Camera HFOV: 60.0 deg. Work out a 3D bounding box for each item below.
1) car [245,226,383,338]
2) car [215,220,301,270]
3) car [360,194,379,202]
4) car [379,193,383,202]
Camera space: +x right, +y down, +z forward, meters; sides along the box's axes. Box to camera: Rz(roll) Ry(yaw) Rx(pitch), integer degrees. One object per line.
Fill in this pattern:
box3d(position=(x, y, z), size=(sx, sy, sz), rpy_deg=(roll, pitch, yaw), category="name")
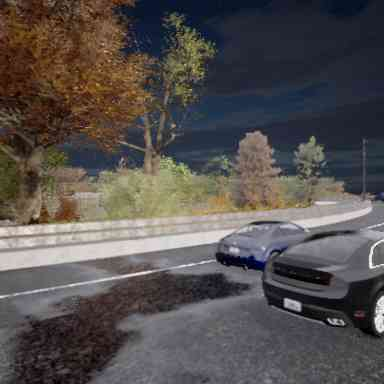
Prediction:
box3d(position=(3.483, 1.521, 6.722), size=(4.892, 1.490, 1.837), rpy_deg=(0, 0, -38), category="car")
box3d(position=(2.715, 1.601, 10.657), size=(4.181, 1.385, 1.994), rpy_deg=(0, 0, -41), category="car")
box3d(position=(39.057, 1.488, 74.112), size=(1.812, 1.442, 4.674), rpy_deg=(0, 0, 7), category="car")
box3d(position=(42.506, 1.169, 73.537), size=(2.150, 2.045, 5.566), rpy_deg=(0, 0, 7), category="car")
